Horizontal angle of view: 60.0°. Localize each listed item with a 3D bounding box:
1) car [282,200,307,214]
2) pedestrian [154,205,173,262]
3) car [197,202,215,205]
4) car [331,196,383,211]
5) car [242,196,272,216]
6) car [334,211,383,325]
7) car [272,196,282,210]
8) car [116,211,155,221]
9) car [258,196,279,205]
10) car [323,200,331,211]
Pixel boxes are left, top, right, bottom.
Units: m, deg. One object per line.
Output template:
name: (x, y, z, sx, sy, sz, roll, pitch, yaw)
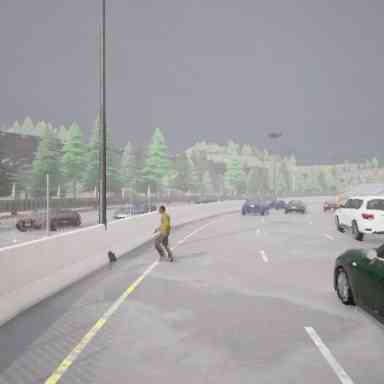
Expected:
car: (11.340, 1.563, 36.065, 1.994, 1.385, 4.181, 0, 0, 24)
pedestrian: (-0.895, 1.294, 10.518, 0.375, 1.860, 0.375, 0, 0, 6)
car: (2.299, 1.547, 56.996, 2.033, 1.411, 5.357, 0, 0, 32)
car: (8.860, 1.221, 16.684, 2.150, 2.045, 5.566, 0, 0, 11)
car: (6.394, 1.352, 33.153, 2.097, 1.767, 4.553, 0, 0, 20)
car: (3.939, 1.351, 5.120, 2.097, 1.767, 4.553, 0, 0, 3)
car: (10.467, 1.352, 42.602, 2.097, 1.767, 4.553, 0, 0, 28)
car: (-3.978, 1.491, 23.996, 2.128, 1.511, 4.902, 0, 0, 14)
car: (14.364, 1.491, 62.367, 2.128, 1.511, 4.902, 0, 0, 36)
car: (16.752, 1.601, 39.380, 1.895, 1.301, 4.718, 0, 0, 26)
